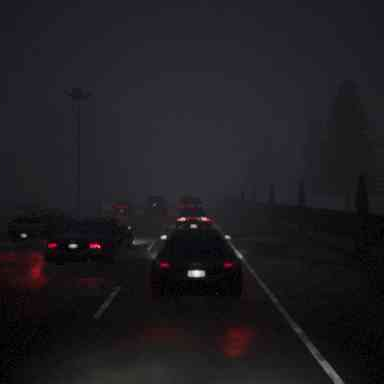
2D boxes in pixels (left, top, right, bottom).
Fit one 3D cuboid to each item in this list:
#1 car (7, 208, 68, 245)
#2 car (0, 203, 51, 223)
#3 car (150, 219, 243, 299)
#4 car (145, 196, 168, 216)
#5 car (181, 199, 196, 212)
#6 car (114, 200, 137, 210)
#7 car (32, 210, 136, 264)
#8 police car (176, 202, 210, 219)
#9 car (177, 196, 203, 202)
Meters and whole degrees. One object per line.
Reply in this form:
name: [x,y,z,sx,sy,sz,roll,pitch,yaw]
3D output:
car: [-6.910,1.582,16.136,2.128,1.511,4.902,0,0,0]
car: [-14.141,1.705,28.365,2.033,1.411,5.357,0,0,-2]
car: [0.098,1.612,8.620,1.994,1.385,4.181,0,0,0]
car: [-3.780,1.417,35.675,2.150,2.045,5.566,0,-1,-2]
car: [-0.469,1.695,42.784,1.801,1.575,5.366,0,0,-1]
car: [-7.312,1.707,36.654,1.837,1.490,4.892,0,-1,-2]
car: [-3.405,1.615,12.026,2.033,1.411,5.357,0,0,0]
police car: [0.071,1.614,19.557,2.038,1.542,4.974,0,0,0]
car: [-0.151,1.397,30.944,2.150,2.045,5.566,0,0,-2]
